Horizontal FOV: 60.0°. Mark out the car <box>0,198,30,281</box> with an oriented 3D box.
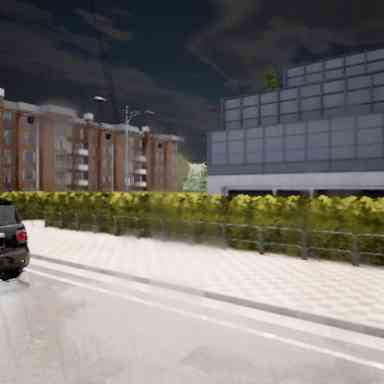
[{"bbox_3d":[-6.320,1.148,8.442,5.566,2.045,2.150,0,0,37],"label":"car"}]
